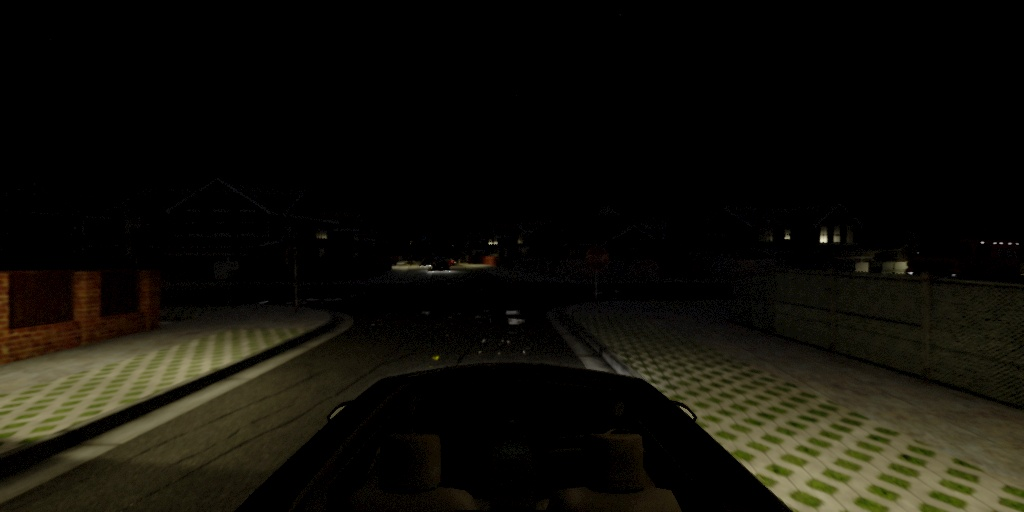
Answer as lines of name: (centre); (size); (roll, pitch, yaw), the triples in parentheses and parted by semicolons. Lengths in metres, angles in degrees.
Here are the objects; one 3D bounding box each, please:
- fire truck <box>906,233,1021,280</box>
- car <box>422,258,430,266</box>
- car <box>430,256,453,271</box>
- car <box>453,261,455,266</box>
fire truck: (35.015, 0.238, 27.819); (8.468, 3.827, 2.891); (1, 1, -18)
car: (-14.905, 0.976, 63.515); (1.994, 1.385, 4.181); (-1, 0, -18)
car: (-8.778, 1.041, 44.115); (1.812, 1.442, 4.674); (-1, 1, -15)
car: (-10.945, 1.004, 60.342); (1.895, 1.301, 4.718); (-1, 0, -18)
